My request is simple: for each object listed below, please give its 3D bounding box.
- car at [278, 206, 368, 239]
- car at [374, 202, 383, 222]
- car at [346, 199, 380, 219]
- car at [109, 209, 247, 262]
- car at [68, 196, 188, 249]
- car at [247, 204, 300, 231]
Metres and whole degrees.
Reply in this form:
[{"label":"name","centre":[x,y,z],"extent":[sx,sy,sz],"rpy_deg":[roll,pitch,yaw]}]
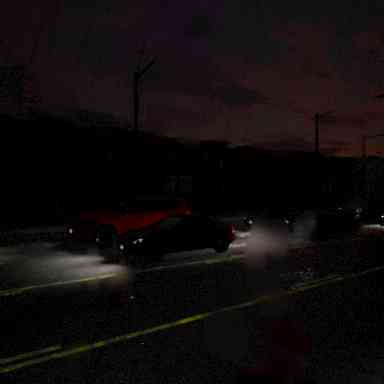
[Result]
[{"label":"car","centre":[7.010,1.610,17.554],"extent":[4.718,1.301,1.895],"rpy_deg":[0,0,-35]},{"label":"car","centre":[15.441,1.563,23.544],"extent":[5.357,1.411,2.033],"rpy_deg":[0,0,-35]},{"label":"car","centre":[13.516,1.368,26.470],"extent":[4.553,1.767,2.097],"rpy_deg":[0,0,-35]},{"label":"car","centre":[-0.408,1.529,12.273],"extent":[4.674,1.442,1.812],"rpy_deg":[0,0,-36]},{"label":"car","centre":[-2.607,1.225,15.009],"extent":[5.566,2.045,2.150],"rpy_deg":[0,0,-35]},{"label":"car","centre":[5.385,1.514,20.695],"extent":[4.892,1.490,1.837],"rpy_deg":[0,0,-35]}]
